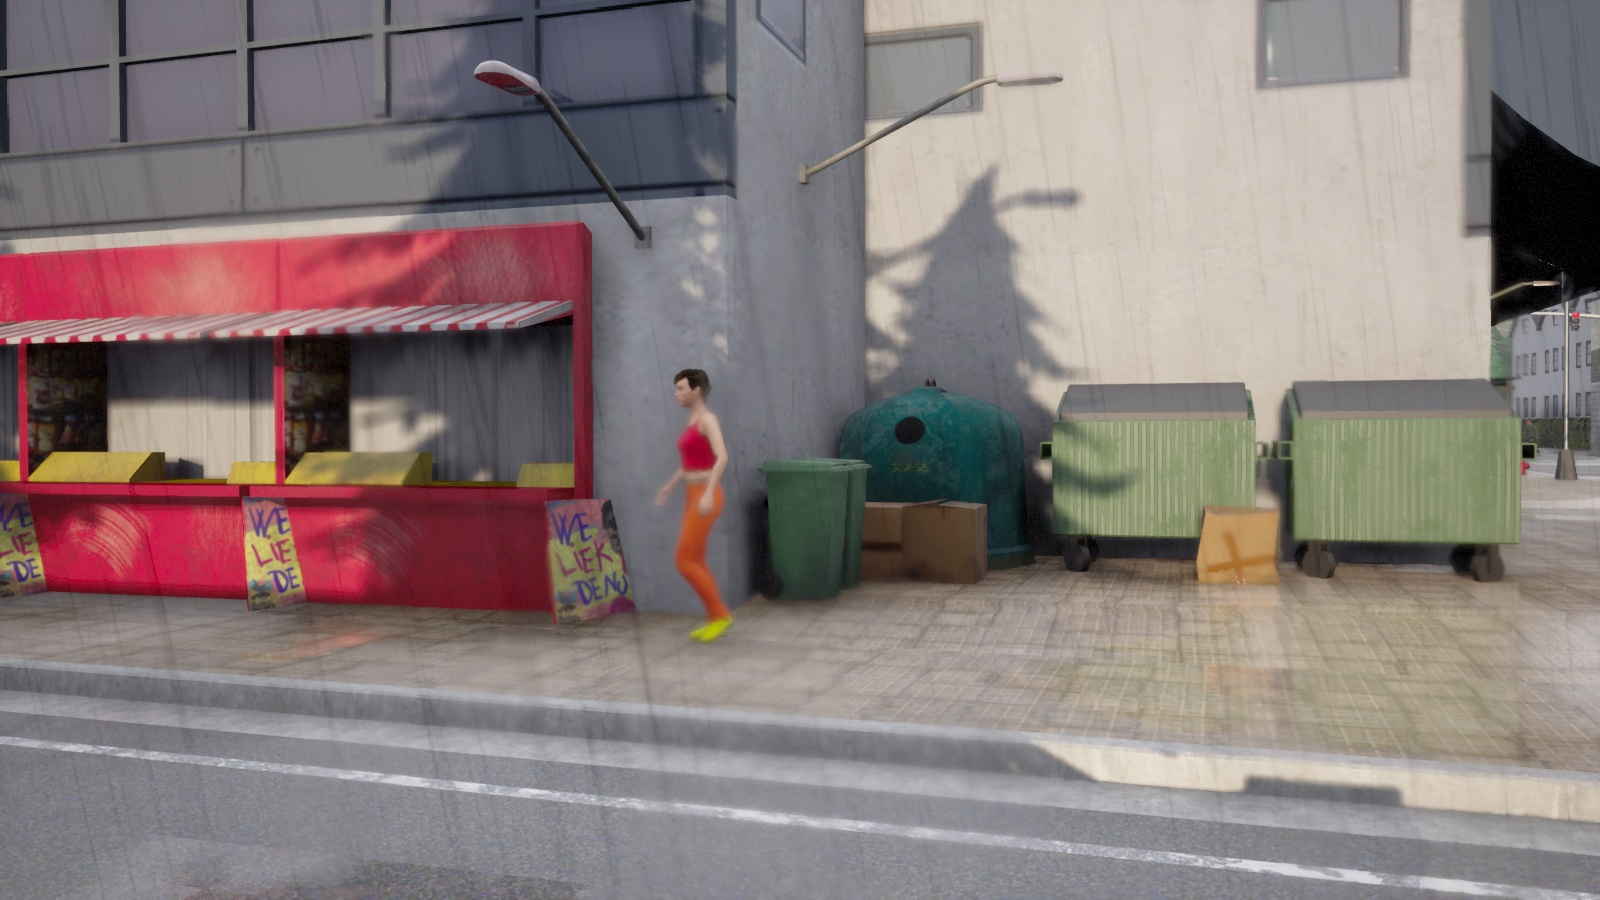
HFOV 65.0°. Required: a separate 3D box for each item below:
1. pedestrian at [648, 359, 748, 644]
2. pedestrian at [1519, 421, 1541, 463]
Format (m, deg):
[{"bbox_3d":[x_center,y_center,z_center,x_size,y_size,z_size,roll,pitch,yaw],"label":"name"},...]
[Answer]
[{"bbox_3d":[-0.680,0.328,8.346,0.594,1.836,0.345,0,1,-18],"label":"pedestrian"},{"bbox_3d":[34.045,-0.363,58.566,0.788,1.949,0.423,0,1,-2],"label":"pedestrian"}]
